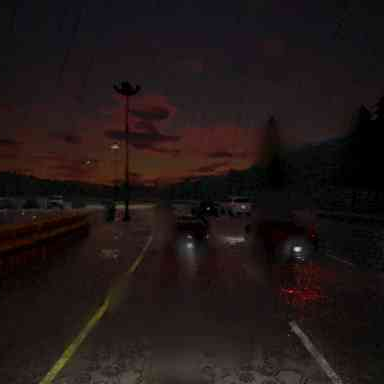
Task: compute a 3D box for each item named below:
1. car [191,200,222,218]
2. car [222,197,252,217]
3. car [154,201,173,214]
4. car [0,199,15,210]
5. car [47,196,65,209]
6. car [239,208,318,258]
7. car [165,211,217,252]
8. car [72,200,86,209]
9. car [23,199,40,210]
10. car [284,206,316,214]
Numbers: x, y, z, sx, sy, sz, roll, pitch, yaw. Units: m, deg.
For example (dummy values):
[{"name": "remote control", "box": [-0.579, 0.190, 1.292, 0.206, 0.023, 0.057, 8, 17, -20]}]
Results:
[{"name": "car", "box": [1.208, 1.631, 33.777, 2.097, 1.767, 4.553, 0, -1, -9]}, {"name": "car", "box": [4.578, 1.519, 35.328, 2.150, 2.045, 5.566, 0, 0, -10]}, {"name": "car", "box": [-3.312, 1.844, 39.231, 1.812, 1.442, 4.674, 0, 0, -12]}, {"name": "car", "box": [-27.995, 1.872, 50.105, 2.128, 1.511, 4.902, 0, 0, -17]}, {"name": "car", "box": [-21.269, 1.627, 52.121, 2.150, 2.045, 5.566, 0, 0, -17]}, {"name": "car", "box": [3.364, 1.621, 13.312, 1.837, 1.490, 4.892, 0, 0, -2]}, {"name": "car", "box": [-0.167, 1.720, 14.454, 1.895, 1.301, 4.718, 0, 0, -3]}, {"name": "car", "box": [-17.558, 1.970, 51.860, 1.994, 1.385, 4.181, 0, 0, -17]}, {"name": "car", "box": [-24.732, 1.897, 51.369, 1.837, 1.490, 4.892, 0, -1, -17]}, {"name": "car", "box": [8.978, 1.853, 29.363, 1.895, 1.301, 4.718, 0, 0, -8]}]
